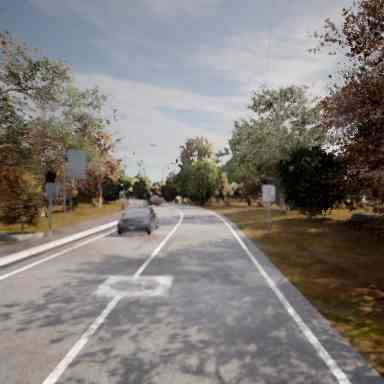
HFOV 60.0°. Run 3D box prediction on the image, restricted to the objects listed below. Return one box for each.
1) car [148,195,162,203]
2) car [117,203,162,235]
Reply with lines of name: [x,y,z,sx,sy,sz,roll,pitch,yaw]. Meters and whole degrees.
car: [-6.632,1.412,60.180,2.097,1.767,4.553,1,0,-13]
car: [-3.012,1.568,19.353,1.812,1.442,4.674,0,0,2]
